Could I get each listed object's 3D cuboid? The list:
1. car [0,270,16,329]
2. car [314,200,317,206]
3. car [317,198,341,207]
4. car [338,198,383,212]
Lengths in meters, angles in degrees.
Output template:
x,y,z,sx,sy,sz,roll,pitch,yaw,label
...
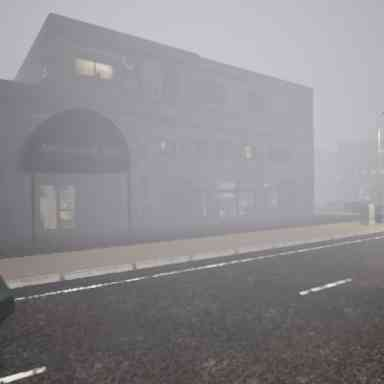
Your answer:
x,y,z,sx,sy,sz,roll,pitch,yaw,label
-4.957,1.611,4.143,4.718,1.301,1.895,0,0,-35,car
18.536,1.715,54.360,1.802,1.307,4.206,-2,0,-35,car
21.746,1.619,49.851,2.008,1.369,4.403,-2,0,-35,car
19.661,1.657,38.123,1.947,1.339,4.313,-2,0,-35,car
